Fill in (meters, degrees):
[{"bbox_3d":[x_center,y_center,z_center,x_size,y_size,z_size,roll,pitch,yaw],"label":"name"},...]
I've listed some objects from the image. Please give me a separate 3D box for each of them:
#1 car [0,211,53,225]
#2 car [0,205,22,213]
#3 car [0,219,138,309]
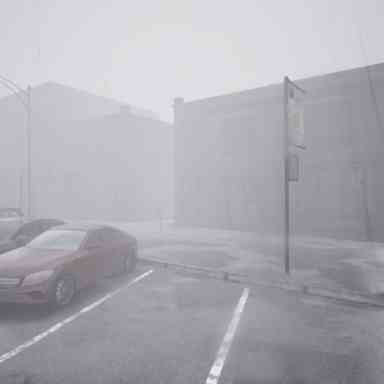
[{"bbox_3d":[-5.337,1.517,9.871,2.163,1.488,4.792,1,-1,16],"label":"car"},{"bbox_3d":[-7.756,1.365,11.680,2.185,1.767,4.553,1,-1,16],"label":"car"},{"bbox_3d":[-2.888,1.527,8.154,2.002,1.452,4.674,1,-1,16],"label":"car"}]
